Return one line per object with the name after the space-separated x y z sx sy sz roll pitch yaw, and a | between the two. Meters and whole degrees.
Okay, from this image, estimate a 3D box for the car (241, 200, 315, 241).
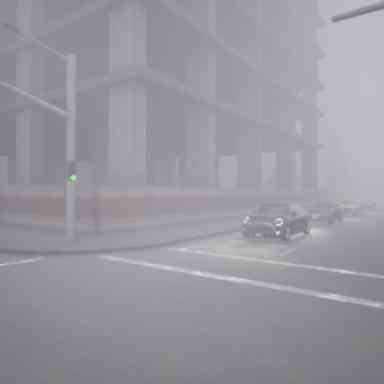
4.229 1.303 16.452 2.097 1.767 4.553 0 0 36 | car

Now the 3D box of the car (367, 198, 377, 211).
20.814 1.491 39.772 1.812 1.442 4.674 0 0 36 | car

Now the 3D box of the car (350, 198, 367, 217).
14.949 1.438 31.559 1.882 1.535 5.008 0 0 36 | car

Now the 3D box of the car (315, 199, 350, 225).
9.495 1.447 23.874 2.128 1.511 4.902 0 0 35 | car
